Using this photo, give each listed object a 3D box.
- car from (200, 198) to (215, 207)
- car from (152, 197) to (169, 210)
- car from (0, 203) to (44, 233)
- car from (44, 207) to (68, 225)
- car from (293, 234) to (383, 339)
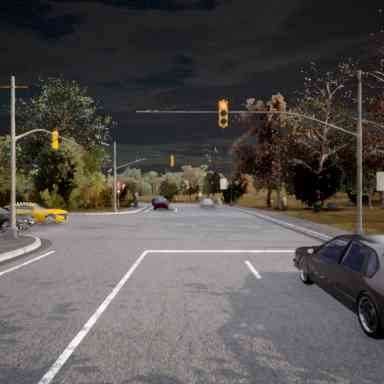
[{"bbox_3d":[2.403,1.748,54.341,1.812,1.442,4.674,0,-1,-6],"label":"car"},{"bbox_3d":[-3.960,1.677,43.422,1.895,1.301,4.718,0,-1,-2],"label":"car"},{"bbox_3d":[-11.618,1.545,19.357,4.892,1.490,1.837,0,0,3],"label":"car"},{"bbox_3d":[-11.394,1.516,23.445,5.008,1.535,1.882,0,0,-5],"label":"car"},{"bbox_3d":[3.611,1.547,6.493,2.033,1.411,5.357,0,0,0],"label":"car"}]
